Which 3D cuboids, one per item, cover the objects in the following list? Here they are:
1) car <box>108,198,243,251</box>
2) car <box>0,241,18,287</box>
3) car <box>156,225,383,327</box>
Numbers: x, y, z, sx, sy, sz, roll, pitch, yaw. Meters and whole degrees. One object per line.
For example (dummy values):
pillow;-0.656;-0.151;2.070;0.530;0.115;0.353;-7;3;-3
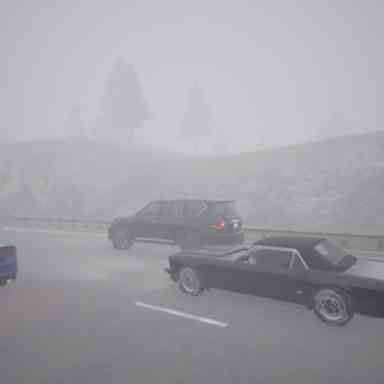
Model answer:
car;-0.752;1.260;12.918;5.566;2.045;2.150;-1;0;33
car;-6.361;1.547;8.145;5.008;1.535;1.882;-1;0;32
car;1.715;1.604;7.039;4.718;1.301;1.895;-1;0;35
